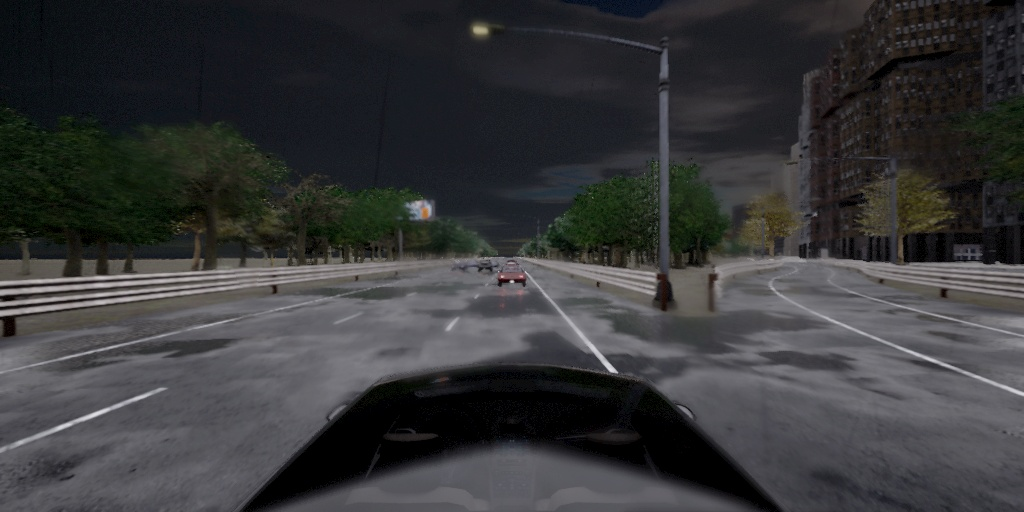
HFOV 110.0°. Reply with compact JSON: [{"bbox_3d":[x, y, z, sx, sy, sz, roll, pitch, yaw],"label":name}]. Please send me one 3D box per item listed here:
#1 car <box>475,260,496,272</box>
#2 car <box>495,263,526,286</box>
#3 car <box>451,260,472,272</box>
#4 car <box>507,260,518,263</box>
[{"bbox_3d":[-3.490,1.333,48.253,1.837,1.490,4.892,0,0,0],"label":"car"},{"bbox_3d":[0.002,1.369,25.470,1.895,1.301,4.718,0,0,0],"label":"car"},{"bbox_3d":[-6.990,1.429,48.651,1.895,1.301,4.718,0,0,0],"label":"car"},{"bbox_3d":[0.026,1.334,43.394,1.812,1.442,4.674,0,0,4],"label":"car"}]
